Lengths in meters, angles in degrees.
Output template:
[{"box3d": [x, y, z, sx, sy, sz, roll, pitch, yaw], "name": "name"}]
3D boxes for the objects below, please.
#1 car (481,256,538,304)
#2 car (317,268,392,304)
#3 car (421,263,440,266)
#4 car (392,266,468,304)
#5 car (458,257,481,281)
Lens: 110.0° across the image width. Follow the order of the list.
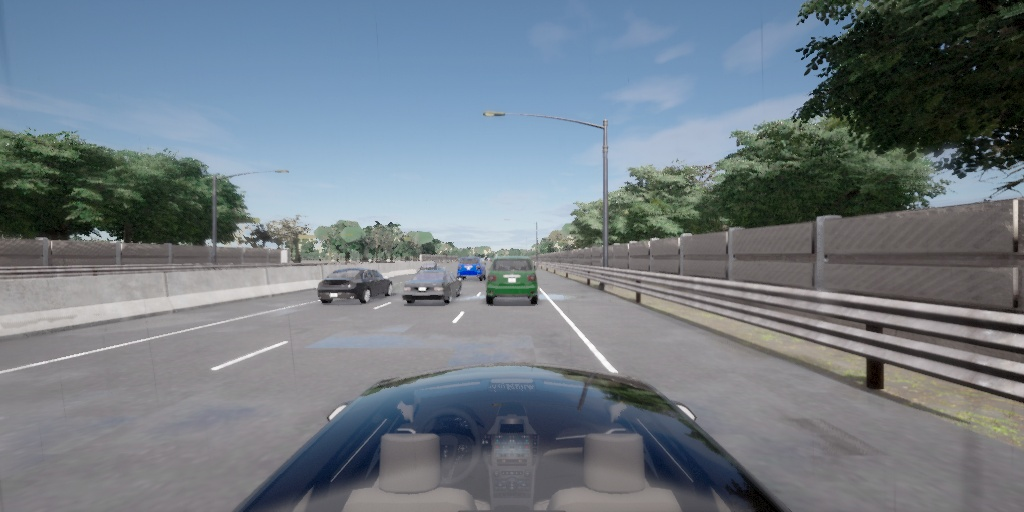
[{"box3d": [0.000, 1.039, 16.535, 2.150, 2.045, 5.566, 0, 0, 0], "name": "car"}, {"box3d": [-7.000, 1.297, 16.503, 1.837, 1.490, 4.892, 0, 0, 0], "name": "car"}, {"box3d": [-7.000, 1.368, 31.505, 2.128, 1.511, 4.902, 0, 0, 0], "name": "car"}, {"box3d": [-3.500, 1.344, 16.503, 2.033, 1.411, 5.357, 0, 0, 0], "name": "car"}, {"box3d": [-3.500, 1.131, 31.537, 2.150, 2.045, 5.566, 0, 0, 0], "name": "car"}]
